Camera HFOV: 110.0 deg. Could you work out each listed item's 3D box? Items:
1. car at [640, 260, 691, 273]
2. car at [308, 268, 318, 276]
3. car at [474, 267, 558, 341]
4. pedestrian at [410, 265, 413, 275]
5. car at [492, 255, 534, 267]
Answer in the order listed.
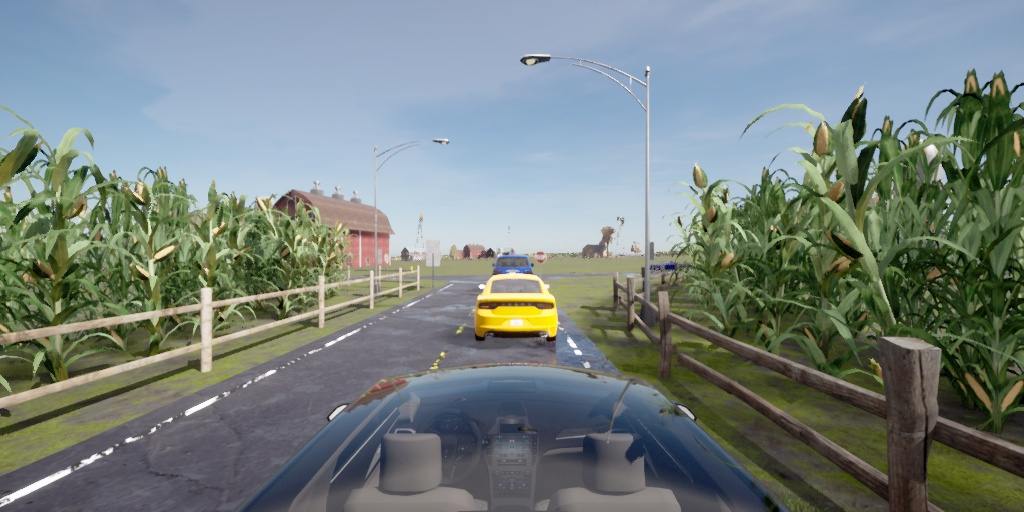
[{"bbox_3d":[16.049,1.068,37.646,4.718,1.301,1.895,-1,0,-4],"label":"car"},{"bbox_3d":[-21.272,1.415,35.376,4.553,1.767,2.097,-1,-1,7],"label":"car"},{"bbox_3d":[0.072,1.228,9.906,1.882,1.535,5.008,0,0,-1],"label":"car"},{"bbox_3d":[-11.293,1.616,40.397,0.500,1.100,0.500,0,0,4],"label":"pedestrian"},{"bbox_3d":[0.054,0.972,19.815,2.150,2.045,5.566,0,0,0],"label":"car"}]
